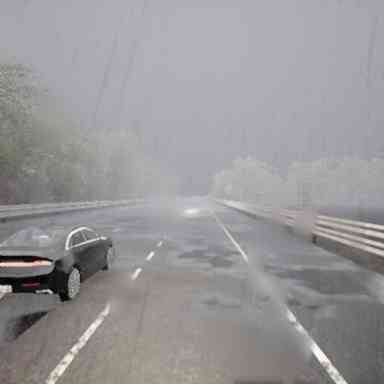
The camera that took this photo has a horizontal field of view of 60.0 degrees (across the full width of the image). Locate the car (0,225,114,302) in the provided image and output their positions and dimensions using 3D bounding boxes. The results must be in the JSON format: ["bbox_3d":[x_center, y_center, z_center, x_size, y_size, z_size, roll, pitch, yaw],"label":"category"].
[{"bbox_3d":[-3.370,1.576,8.477,2.128,1.511,4.902,0,-1,1],"label":"car"}]
